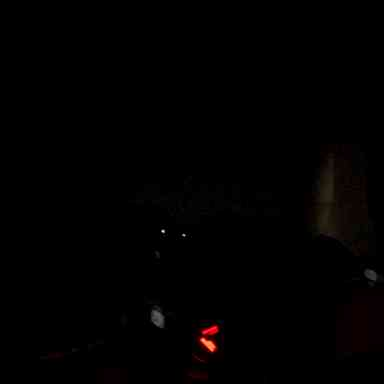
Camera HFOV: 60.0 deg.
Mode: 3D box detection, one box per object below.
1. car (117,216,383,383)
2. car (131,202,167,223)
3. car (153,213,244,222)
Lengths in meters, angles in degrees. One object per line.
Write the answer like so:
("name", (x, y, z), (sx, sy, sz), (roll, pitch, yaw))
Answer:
("car", (1.368, 1.341, 4.719), (4.553, 1.767, 2.097), (0, 0, -35))
("car", (-3.007, 1.335, 14.741), (4.553, 1.767, 2.097), (0, 0, -35))
("car", (1.066, 1.577, 13.345), (4.718, 1.301, 1.895), (0, 0, -35))
